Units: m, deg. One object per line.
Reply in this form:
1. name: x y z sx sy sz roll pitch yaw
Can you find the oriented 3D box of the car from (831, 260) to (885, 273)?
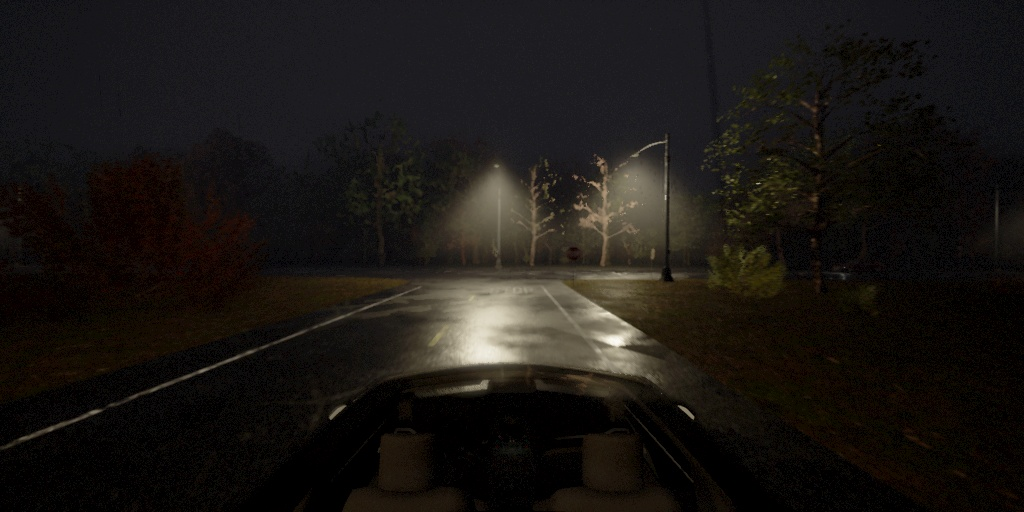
1. car: 36.293 1.112 37.642 4.674 1.442 1.812 -1 1 0
